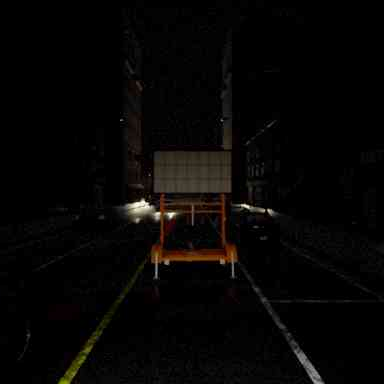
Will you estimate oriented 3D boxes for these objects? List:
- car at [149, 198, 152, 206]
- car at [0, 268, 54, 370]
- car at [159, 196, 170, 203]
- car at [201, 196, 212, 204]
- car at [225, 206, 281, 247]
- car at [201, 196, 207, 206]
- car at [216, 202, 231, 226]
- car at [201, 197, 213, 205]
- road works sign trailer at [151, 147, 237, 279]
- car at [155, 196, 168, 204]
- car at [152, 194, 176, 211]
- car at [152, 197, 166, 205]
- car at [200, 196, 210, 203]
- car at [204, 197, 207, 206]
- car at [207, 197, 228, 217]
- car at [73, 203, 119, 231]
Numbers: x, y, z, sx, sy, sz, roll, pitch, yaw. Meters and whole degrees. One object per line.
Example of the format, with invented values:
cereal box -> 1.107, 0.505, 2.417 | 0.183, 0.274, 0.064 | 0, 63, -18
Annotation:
car -> -5.820, 1.458, 53.462 | 1.967, 1.590, 4.097 | -1, 0, 0
car -> -3.103, 1.546, 2.966 | 2.033, 1.411, 5.357 | 0, 0, 0
car -> -5.833, 1.577, 69.978 | 1.887, 1.381, 4.507 | -1, 0, 0
car -> 2.697, 1.572, 64.479 | 1.887, 1.381, 4.507 | -1, 0, 0
car -> 2.739, 1.550, 14.933 | 2.008, 1.369, 4.403 | -1, 0, 0
car -> 2.706, 1.584, 53.469 | 1.947, 1.339, 4.313 | -1, 0, 0
car -> 2.734, 1.545, 20.438 | 1.887, 1.381, 4.507 | -1, 0, 0
car -> 2.701, 1.568, 58.974 | 1.887, 1.381, 4.507 | -1, 0, 0
road works sign trailer -> 0.016, 0.463, 10.034 | 2.380, 3.560, 2.880 | 0, 0, -3
car -> -5.828, 1.578, 64.472 | 2.008, 1.369, 4.403 | -1, 0, 0
car -> -3.135, 1.230, 40.213 | 2.150, 2.045, 5.566 | 0, 0, 0
car -> -5.824, 1.588, 58.967 | 1.947, 1.339, 4.313 | -1, 0, 0
car -> 2.692, 1.577, 69.985 | 1.887, 1.381, 4.507 | -1, 0, 0
car -> 2.720, 1.552, 36.954 | 1.887, 1.381, 4.507 | -1, 0, 0
car -> 2.723, 1.445, 31.449 | 1.967, 1.590, 4.097 | -1, 0, 0
car -> -5.792, 1.440, 20.431 | 1.967, 1.590, 4.097 | -1, 0, 0
